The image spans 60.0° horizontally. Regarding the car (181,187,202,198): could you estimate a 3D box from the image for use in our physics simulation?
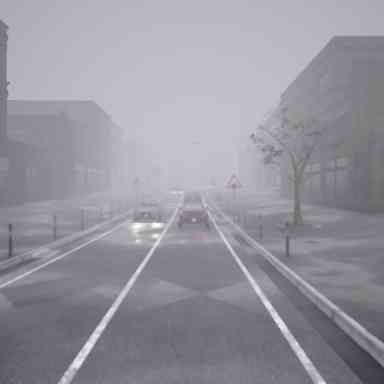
[{"bbox_3d":[0.110,0.609,38.929,2.097,1.767,4.553,0,3,0],"label":"car"}]

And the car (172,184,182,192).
[{"bbox_3d":[-2.826,-0.822,66.883,1.994,1.385,4.181,0,3,1],"label":"car"}]

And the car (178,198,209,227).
[{"bbox_3d":[0.102,1.380,21.416,1.812,1.442,4.674,0,1,0],"label":"car"}]

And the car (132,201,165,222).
[{"bbox_3d":[-3.097,1.345,24.421,1.994,1.385,4.181,0,2,0],"label":"car"}]
